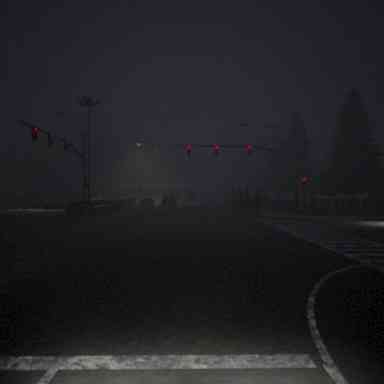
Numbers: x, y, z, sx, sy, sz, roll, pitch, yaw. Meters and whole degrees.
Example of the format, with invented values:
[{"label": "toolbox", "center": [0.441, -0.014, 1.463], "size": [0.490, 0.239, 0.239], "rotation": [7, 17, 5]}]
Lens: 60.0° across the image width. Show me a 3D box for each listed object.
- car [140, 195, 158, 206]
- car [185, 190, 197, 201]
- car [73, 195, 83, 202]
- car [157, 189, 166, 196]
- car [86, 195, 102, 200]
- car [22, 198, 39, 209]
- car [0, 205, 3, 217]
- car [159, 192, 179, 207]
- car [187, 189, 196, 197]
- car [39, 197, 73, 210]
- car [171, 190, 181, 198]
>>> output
[{"label": "car", "center": [-6.956, 1.516, 51.950], "size": [1.994, 1.385, 4.181], "rotation": [0, 0, 0]}, {"label": "car", "center": [-0.143, 0.727, 67.176], "size": [2.150, 2.045, 5.566], "rotation": [0, 3, 0]}, {"label": "car", "center": [-21.140, 1.318, 61.544], "size": [2.033, 1.411, 5.357], "rotation": [0, 2, 0]}, {"label": "car", "center": [-7.214, 0.045, 78.701], "size": [1.882, 1.535, 5.008], "rotation": [0, 7, 0]}, {"label": "car", "center": [-17.653, 1.337, 60.406], "size": [1.812, 1.442, 4.674], "rotation": [0, 2, 0]}, {"label": "car", "center": [-21.125, 1.484, 45.040], "size": [1.812, 1.442, 4.674], "rotation": [0, 0, 0]}, {"label": "car", "center": [-17.615, 1.327, 27.171], "size": [2.097, 1.767, 4.553], "rotation": [0, 0, 0]}, {"label": "car", "center": [-3.452, 1.306, 50.953], "size": [2.097, 1.767, 4.553], "rotation": [0, 0, 0]}, {"label": "car", "center": [-0.207, 0.226, 77.600], "size": [2.033, 1.411, 5.357], "rotation": [0, 7, 0]}, {"label": "car", "center": [-17.632, 1.486, 43.359], "size": [1.812, 1.442, 4.674], "rotation": [0, 0, 0]}, {"label": "car", "center": [-3.695, 0.223, 75.620], "size": [2.097, 1.767, 4.553], "rotation": [0, 6, 0]}]
